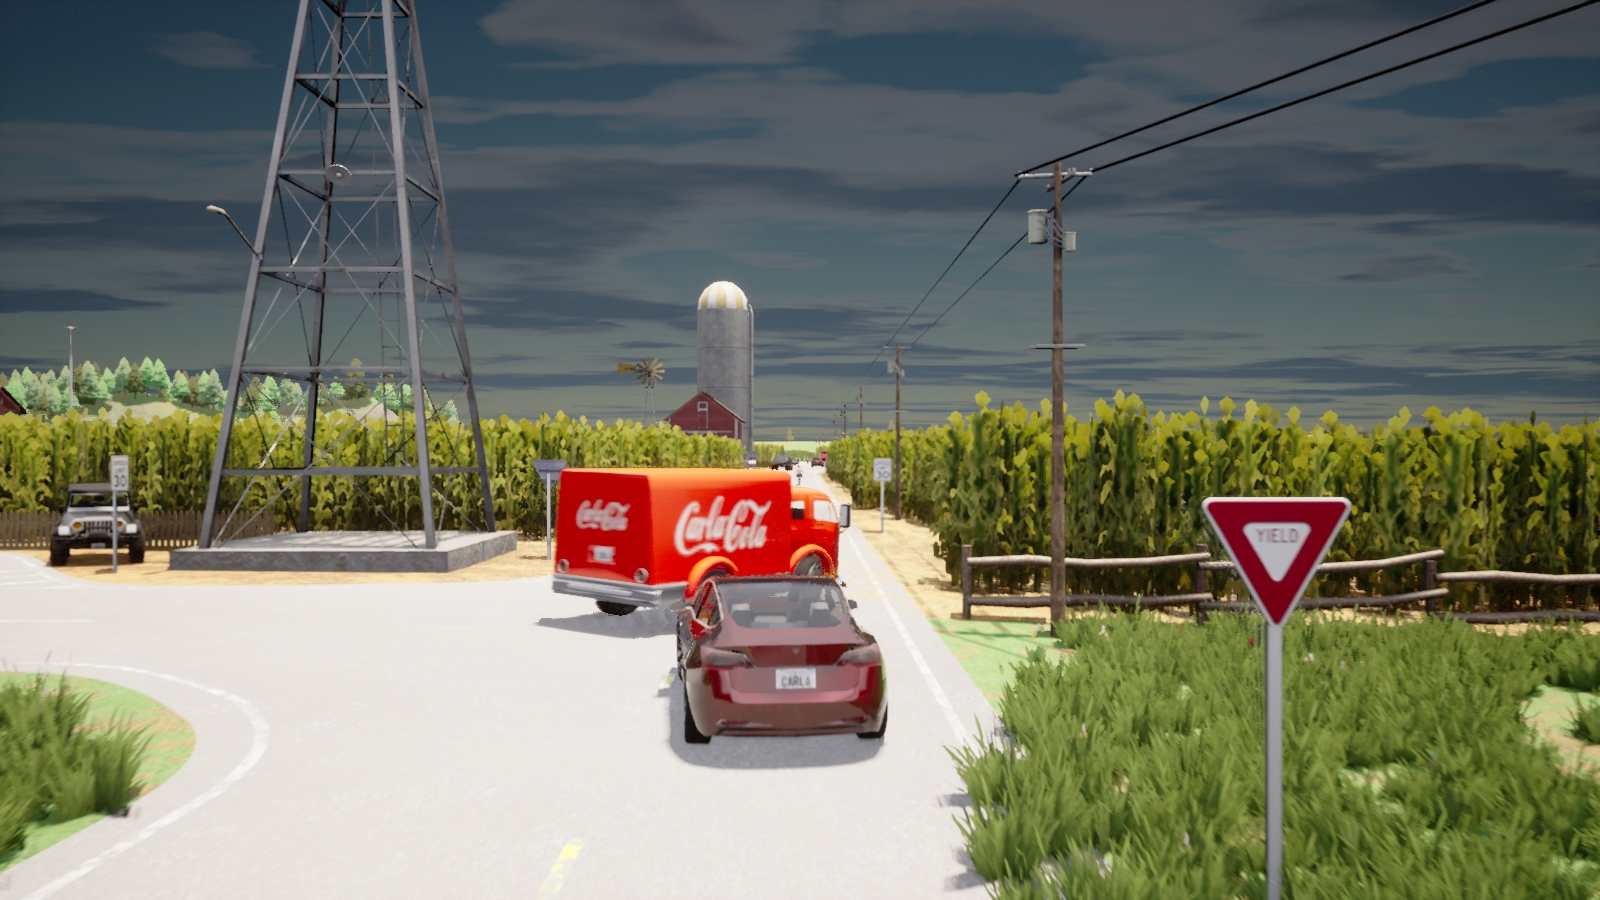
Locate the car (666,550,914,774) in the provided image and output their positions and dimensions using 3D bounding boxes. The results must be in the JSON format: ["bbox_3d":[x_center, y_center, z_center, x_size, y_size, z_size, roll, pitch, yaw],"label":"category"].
[{"bbox_3d":[-0.353,2.064,12.433,2.163,1.488,4.792,0,0,-7],"label":"car"}]

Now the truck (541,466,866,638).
[{"bbox_3d":[-1.491,1.559,19.629,2.627,2.467,5.204,1,-1,39],"label":"truck"}]
